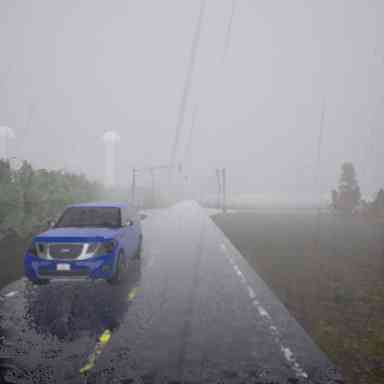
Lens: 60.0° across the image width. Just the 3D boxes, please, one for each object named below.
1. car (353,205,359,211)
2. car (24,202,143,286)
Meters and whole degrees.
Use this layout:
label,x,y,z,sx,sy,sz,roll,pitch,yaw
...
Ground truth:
label,x,y,z,sx,sy,sz,roll,pitch,yaw
car,24.958,2.327,51.450,4.181,1.385,1.994,1,-2,-4
car,-2.850,1.337,10.139,2.150,2.045,5.566,0,-1,0
